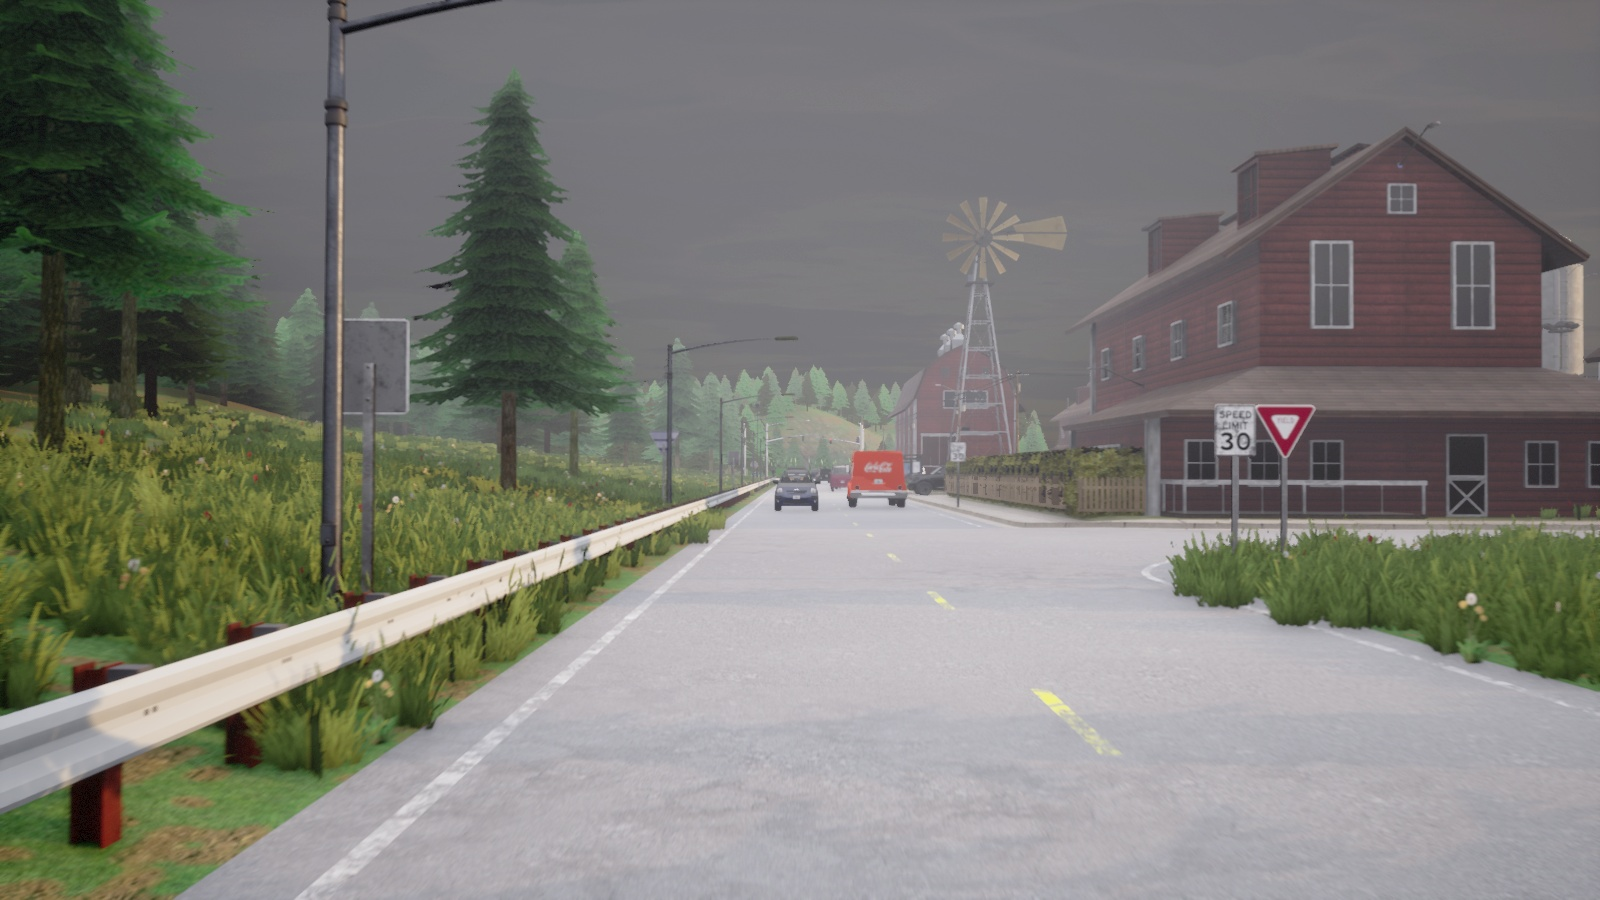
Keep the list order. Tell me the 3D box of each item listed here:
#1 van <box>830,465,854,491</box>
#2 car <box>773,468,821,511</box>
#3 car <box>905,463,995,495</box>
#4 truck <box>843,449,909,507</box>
[{"bbox_3d":[3.261,2.198,98.173,1.775,1.987,4.442,0,-1,0],"label":"van"},{"bbox_3d":[-0.121,1.548,49.865,1.851,1.617,3.988,0,-1,0],"label":"car"},{"bbox_3d":[9.650,1.855,81.124,5.566,2.045,2.150,0,-1,-1],"label":"car"},{"bbox_3d":[3.361,1.259,56.444,2.627,2.467,5.204,0,-1,0],"label":"truck"}]
